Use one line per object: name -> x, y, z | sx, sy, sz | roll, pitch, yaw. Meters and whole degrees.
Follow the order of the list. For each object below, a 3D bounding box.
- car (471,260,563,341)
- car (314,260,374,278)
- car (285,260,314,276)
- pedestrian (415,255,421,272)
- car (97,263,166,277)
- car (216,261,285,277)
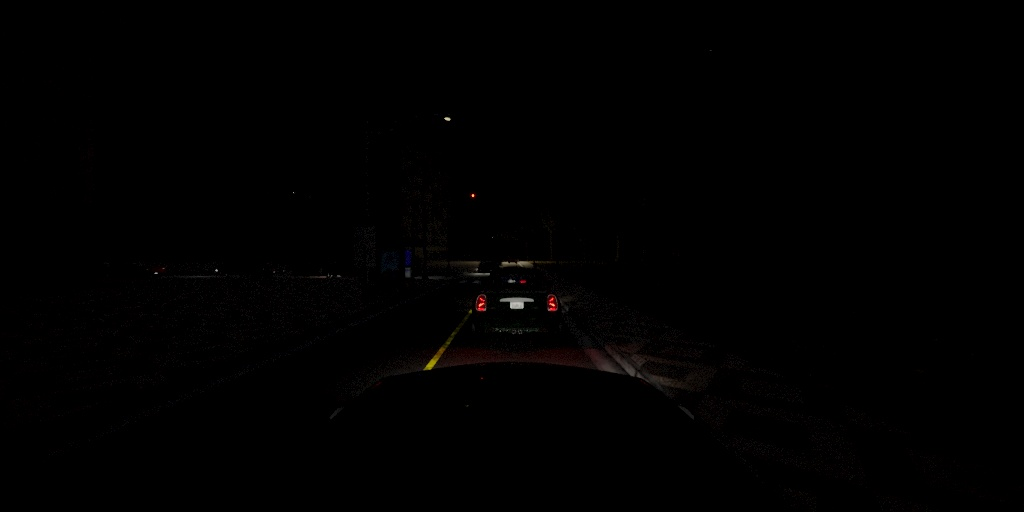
car -> 0.114, 1.099, 9.972 | 2.097, 1.767, 4.553 | 0, 0, 0
car -> -14.453, 1.192, 32.014 | 4.902, 1.511, 2.128 | 0, 1, 2
car -> -19.917, 1.150, 35.390 | 4.902, 1.511, 2.128 | 0, 1, 1
pedestrian -> -9.980, 0.800, 38.122 | 0.375, 1.860, 0.375 | 0, 0, 2
car -> -34.474, 1.246, 32.585 | 4.718, 1.301, 1.895 | 0, 1, 2
car -> -23.825, 1.165, 32.278 | 4.902, 1.511, 2.128 | 0, 1, 2
